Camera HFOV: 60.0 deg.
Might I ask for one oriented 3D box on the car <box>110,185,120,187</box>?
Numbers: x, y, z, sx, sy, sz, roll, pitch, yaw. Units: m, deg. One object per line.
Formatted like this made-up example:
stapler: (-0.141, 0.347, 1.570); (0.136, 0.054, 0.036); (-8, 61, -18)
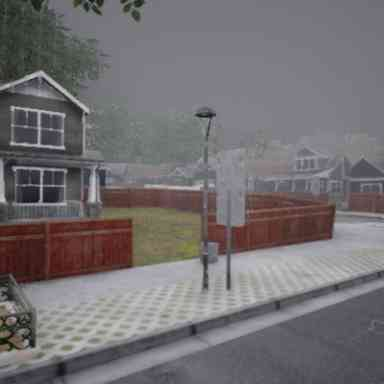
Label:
car: (-11.930, -0.320, 51.693); (1.882, 1.535, 5.008); (1, 2, -35)
